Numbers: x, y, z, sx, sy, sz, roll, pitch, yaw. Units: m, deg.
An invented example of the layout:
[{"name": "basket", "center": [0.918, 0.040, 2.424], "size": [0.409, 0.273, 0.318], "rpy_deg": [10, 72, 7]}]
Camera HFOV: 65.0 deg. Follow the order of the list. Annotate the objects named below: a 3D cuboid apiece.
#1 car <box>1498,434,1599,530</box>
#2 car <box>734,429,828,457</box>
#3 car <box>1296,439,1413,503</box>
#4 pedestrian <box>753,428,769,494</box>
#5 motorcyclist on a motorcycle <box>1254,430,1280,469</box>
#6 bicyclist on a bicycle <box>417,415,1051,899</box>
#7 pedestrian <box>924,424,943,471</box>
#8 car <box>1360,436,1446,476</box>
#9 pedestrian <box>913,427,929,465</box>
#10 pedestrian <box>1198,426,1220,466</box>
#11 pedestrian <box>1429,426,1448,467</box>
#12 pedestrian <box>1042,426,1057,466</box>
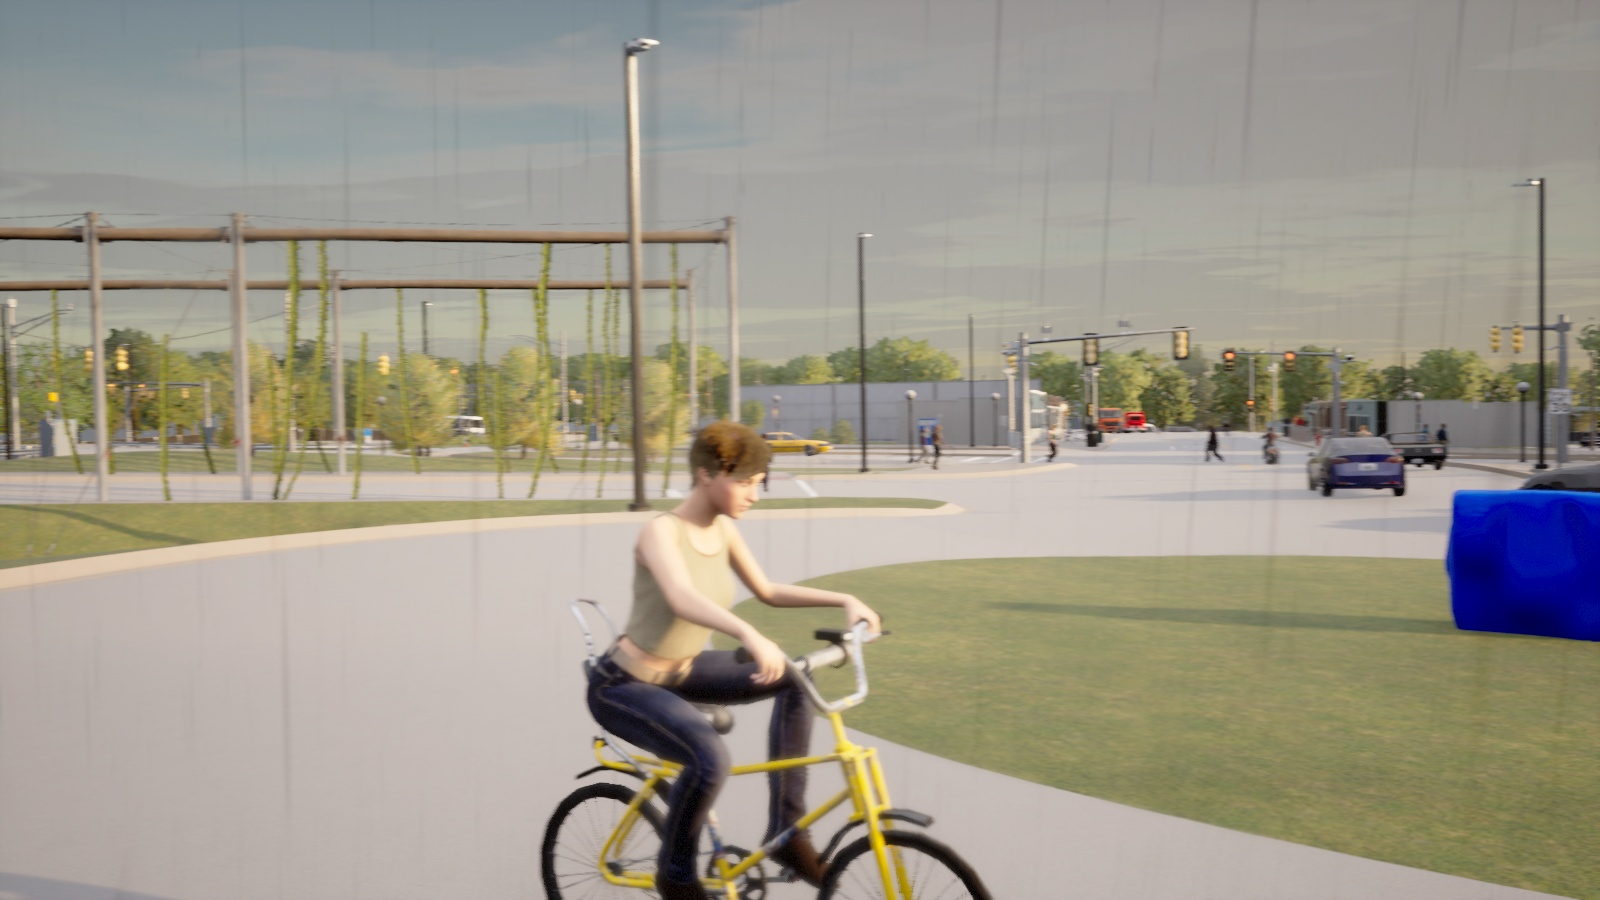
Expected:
[{"name": "car", "center": [15.659, 0.614, 22.581], "size": [2.152, 1.651, 5.027], "rpy_deg": [-2, 3, -30]}, {"name": "car", "center": [-1.112, -0.419, 74.893], "size": [5.366, 1.575, 1.801], "rpy_deg": [0, 1, 11]}, {"name": "car", "center": [14.419, 0.505, 32.924], "size": [2.163, 1.488, 4.792], "rpy_deg": [-1, 1, 16]}, {"name": "pedestrian", "center": [-1.169, 0.328, 37.990], "size": [0.423, 1.949, 0.788], "rpy_deg": [-1, 2, 1]}, {"name": "motorcyclist on a motorcycle", "center": [19.834, -0.020, 53.381], "size": [0.766, 1.649, 2.350], "rpy_deg": [0, 0, 14]}, {"name": "bicyclist on a bicycle", "center": [-0.178, 0.722, 3.494], "size": [1.509, 1.612, 0.866], "rpy_deg": [1, 0, 28]}, {"name": "pedestrian", "center": [5.292, -0.096, 49.810], "size": [0.634, 1.846, 0.331], "rpy_deg": [-1, 2, -21]}, {"name": "car", "center": [21.196, 0.195, 44.338], "size": [1.895, 1.301, 4.718], "rpy_deg": [0, 1, 15]}, {"name": "pedestrian", "center": [5.981, -0.184, 61.861], "size": [0.720, 1.854, 0.376], "rpy_deg": [0, 2, 15]}, {"name": "pedestrian", "center": [18.937, -0.195, 58.179], "size": [0.899, 1.844, 0.634], "rpy_deg": [0, 2, 13]}, {"name": "pedestrian", "center": [28.580, -0.162, 56.178], "size": [0.726, 1.835, 0.370], "rpy_deg": [-1, 2, -23]}, {"name": "pedestrian", "center": [11.439, -0.200, 57.511], "size": [0.594, 1.836, 0.345], "rpy_deg": [1, 3, 38]}]
